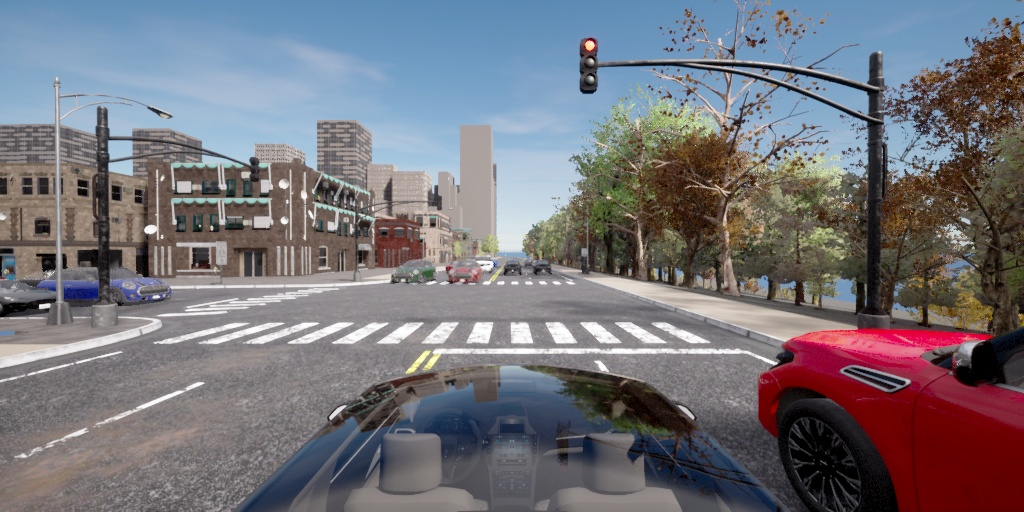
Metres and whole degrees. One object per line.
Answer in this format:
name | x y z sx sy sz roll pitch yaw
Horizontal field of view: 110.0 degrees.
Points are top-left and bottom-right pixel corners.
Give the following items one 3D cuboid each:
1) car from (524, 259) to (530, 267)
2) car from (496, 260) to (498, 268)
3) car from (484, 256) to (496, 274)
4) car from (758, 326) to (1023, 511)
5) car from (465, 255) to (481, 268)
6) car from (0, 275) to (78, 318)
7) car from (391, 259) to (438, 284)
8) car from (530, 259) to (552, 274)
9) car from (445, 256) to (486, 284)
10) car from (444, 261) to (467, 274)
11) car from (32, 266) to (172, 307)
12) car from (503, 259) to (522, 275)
car | 3.212 1.273 64.665 2.033 1.411 5.357 0 0 0
car | -3.364 1.206 59.345 1.882 1.535 5.008 0 0 0
car | -3.380 0.959 41.707 2.150 2.045 5.566 0 0 0
car | 3.347 0.972 0.922 2.150 2.045 5.566 0 0 0
car | -6.605 0.951 61.286 2.150 2.045 5.566 0 0 0
car | -19.959 1.564 13.661 4.313 1.339 1.948 0 0 0
car | -7.162 1.094 26.642 2.097 1.767 4.553 0 0 7
car | 3.322 1.242 40.209 1.837 1.490 4.892 0 0 0
car | -3.370 1.094 26.650 2.097 1.767 4.553 0 0 0
car | -6.631 1.337 42.562 1.895 1.301 4.718 0 0 0
car | -18.418 1.307 16.330 4.553 1.767 2.097 -1 1 1
car | 0.073 1.242 39.809 1.837 1.490 4.892 0 0 0
